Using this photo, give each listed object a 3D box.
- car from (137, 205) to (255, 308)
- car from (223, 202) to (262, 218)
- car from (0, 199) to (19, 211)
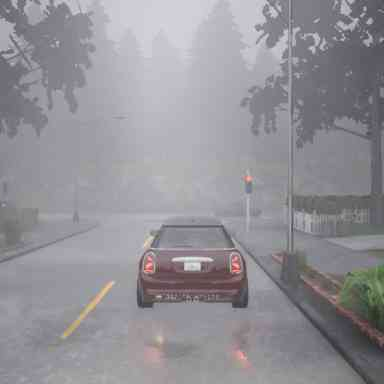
[{"bbox_3d":[0.021,1.352,8.082,2.097,1.767,4.553,0,0,0],"label":"car"},{"bbox_3d":[4.042,1.564,29.246,4.181,1.385,1.994,0,0,0],"label":"car"},{"bbox_3d":[-18.289,1.219,29.215,5.566,2.045,2.150,0,0,0],"label":"car"}]
